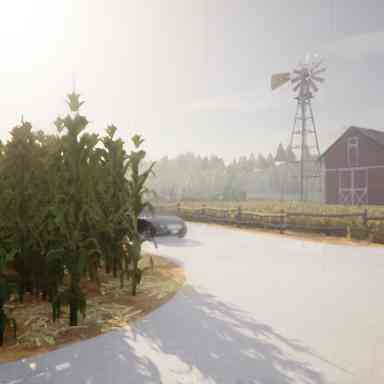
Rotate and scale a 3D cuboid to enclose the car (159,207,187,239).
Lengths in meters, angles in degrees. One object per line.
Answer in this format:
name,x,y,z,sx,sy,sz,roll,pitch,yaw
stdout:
car,-2.036,1.490,16.808,2.128,1.511,4.902,0,0,-32
